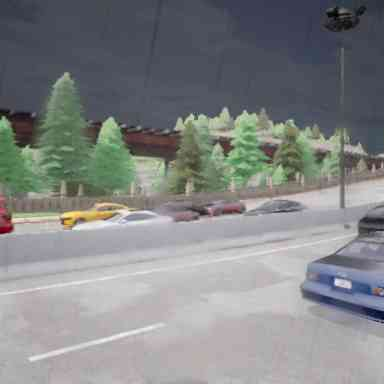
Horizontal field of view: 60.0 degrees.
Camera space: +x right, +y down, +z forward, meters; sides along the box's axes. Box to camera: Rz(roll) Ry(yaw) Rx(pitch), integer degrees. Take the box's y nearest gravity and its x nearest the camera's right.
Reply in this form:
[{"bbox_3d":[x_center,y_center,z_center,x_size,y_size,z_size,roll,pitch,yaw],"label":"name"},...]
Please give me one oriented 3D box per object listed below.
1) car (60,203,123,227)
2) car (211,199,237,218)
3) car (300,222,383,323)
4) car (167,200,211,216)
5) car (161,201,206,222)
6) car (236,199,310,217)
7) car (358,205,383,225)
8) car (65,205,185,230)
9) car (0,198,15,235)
[{"bbox_3d":[-5.772,1.480,21.283,5.008,1.535,1.882,-1,0,-35],"label":"car"},{"bbox_3d":[2.497,1.254,27.210,4.181,1.385,1.994,-4,2,-36],"label":"car"},{"bbox_3d":[4.557,1.542,7.020,5.357,1.411,2.033,-1,0,-36],"label":"car"},{"bbox_3d":[-1.340,1.362,24.455,5.008,1.535,1.882,-2,1,-36],"label":"car"},{"bbox_3d":[-1.564,1.523,19.986,4.181,1.385,1.994,-1,1,-36],"label":"car"},{"bbox_3d":[5.314,1.265,20.623,4.892,1.490,1.837,-3,2,-35],"label":"car"},{"bbox_3d":[9.213,1.284,14.673,4.892,1.490,1.837,-4,2,-36],"label":"car"},{"bbox_3d":[-2.870,1.537,14.791,4.674,1.442,1.812,0,0,-35],"label":"car"},{"bbox_3d":[-10.462,1.230,13.709,5.566,2.045,2.150,1,0,-35],"label":"car"}]
